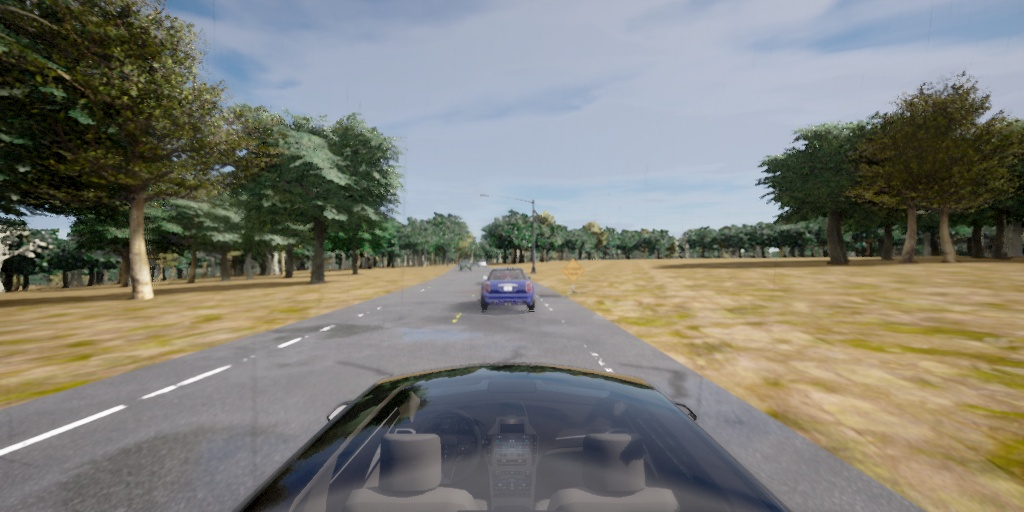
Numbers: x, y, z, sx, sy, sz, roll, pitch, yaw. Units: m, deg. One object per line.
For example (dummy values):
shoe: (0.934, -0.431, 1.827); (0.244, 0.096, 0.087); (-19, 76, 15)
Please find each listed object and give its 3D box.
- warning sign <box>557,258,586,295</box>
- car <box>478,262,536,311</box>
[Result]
warning sign: (3.211, 1.056, 18.751); (1.300, 1.860, 1.060); (0, 0, -2)
car: (-0.205, 1.251, 15.371); (2.097, 1.767, 4.553); (0, -1, -2)
